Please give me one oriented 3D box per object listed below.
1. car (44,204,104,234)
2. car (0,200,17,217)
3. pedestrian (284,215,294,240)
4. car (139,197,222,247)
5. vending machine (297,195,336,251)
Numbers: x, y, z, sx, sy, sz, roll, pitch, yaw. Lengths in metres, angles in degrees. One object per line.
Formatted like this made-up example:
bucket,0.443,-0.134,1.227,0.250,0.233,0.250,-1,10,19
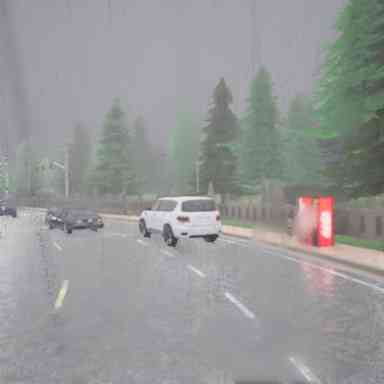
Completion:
car,-7.241,1.654,20.160,2.033,1.411,5.357,0,0,-41
car,-18.580,1.573,32.110,2.097,1.767,4.553,0,0,-42
pedestrian,4.269,1.491,14.427,0.500,1.100,0.500,-1,0,-23
car,-0.732,1.239,15.574,2.150,2.045,5.566,0,0,-27
vending machine,4.862,1.159,13.035,1.100,2.100,0.880,-1,0,-21
